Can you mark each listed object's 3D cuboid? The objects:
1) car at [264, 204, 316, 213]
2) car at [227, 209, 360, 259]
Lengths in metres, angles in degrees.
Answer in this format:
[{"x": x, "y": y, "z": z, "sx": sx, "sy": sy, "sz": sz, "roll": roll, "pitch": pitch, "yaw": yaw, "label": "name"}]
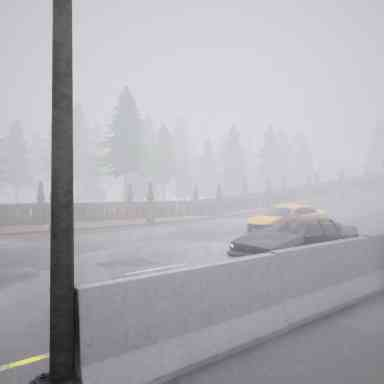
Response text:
[{"x": 4.802, "y": 1.386, "z": 16.536, "sx": 5.008, "sy": 1.535, "sz": 1.882, "roll": -2, "pitch": 1, "yaw": -37, "label": "car"}, {"x": 3.659, "y": 1.537, "z": 11.251, "sx": 5.357, "sy": 1.411, "sz": 2.033, "roll": -1, "pitch": 0, "yaw": -38, "label": "car"}]
